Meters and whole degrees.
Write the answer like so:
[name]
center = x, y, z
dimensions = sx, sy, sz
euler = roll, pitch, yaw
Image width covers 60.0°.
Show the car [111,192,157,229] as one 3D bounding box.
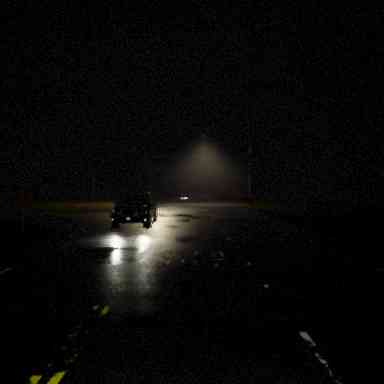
[car]
center = -3.485, 1.052, 20.976
dimensions = 2.150, 2.045, 5.566
euler = 1, 1, 0
